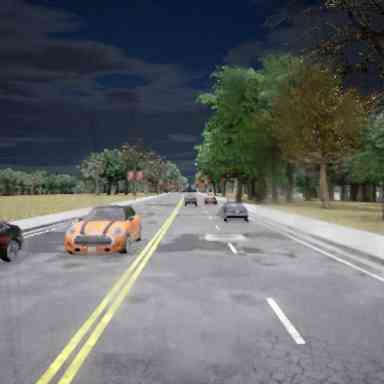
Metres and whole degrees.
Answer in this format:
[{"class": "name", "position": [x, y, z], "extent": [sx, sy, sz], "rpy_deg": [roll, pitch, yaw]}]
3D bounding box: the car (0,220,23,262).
[{"class": "car", "position": [-6.574, 1.477, 9.177], "extent": [2.128, 1.511, 4.902], "rpy_deg": [0, 0, 0]}]

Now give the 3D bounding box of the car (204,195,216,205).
[{"class": "car", "position": [2.942, 1.267, 53.316], "extent": [2.163, 1.488, 4.792], "rpy_deg": [0, 0, 0]}]

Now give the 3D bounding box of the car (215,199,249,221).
[{"class": "car", "position": [3.207, 1.461, 25.984], "extent": [2.033, 1.411, 5.357], "rpy_deg": [0, 0, 0]}]

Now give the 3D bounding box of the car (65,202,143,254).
[{"class": "car", "position": [-3.297, 1.322, 13.256], "extent": [2.097, 1.767, 4.553], "rpy_deg": [0, 0, 0]}]

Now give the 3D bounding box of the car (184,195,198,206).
[{"class": "car", "position": [-0.171, 1.294, 49.097], "extent": [1.837, 1.490, 4.892], "rpy_deg": [0, 0, -1]}]

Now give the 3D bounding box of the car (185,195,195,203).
[{"class": "car", "position": [-0.423, 1.304, 62.472], "extent": [1.895, 1.301, 4.718], "rpy_deg": [0, 0, -1]}]
